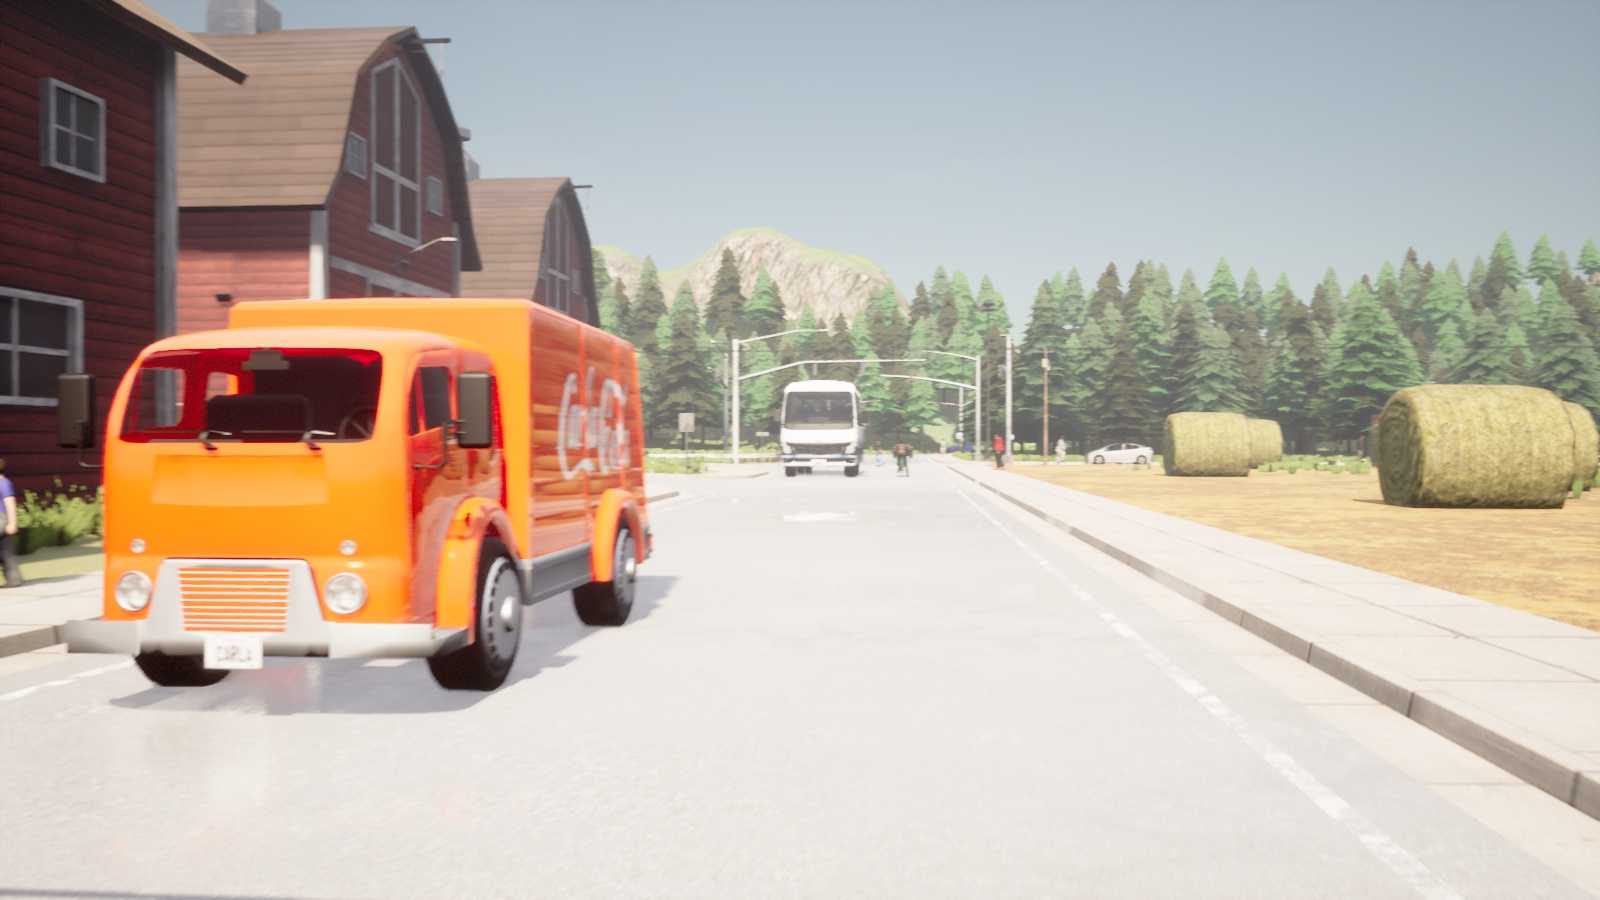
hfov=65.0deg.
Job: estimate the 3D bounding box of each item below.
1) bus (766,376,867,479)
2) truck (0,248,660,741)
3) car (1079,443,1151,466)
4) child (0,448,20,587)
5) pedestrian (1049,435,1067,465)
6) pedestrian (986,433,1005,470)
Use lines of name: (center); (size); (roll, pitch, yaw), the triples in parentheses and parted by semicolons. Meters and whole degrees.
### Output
bus: (0.948, -0.953, 57.145); (3.944, 4.253, 10.273); (0, 0, 4)
truck: (-2.788, 0.202, 8.976); (2.627, 2.467, 5.204); (0, 0, 4)
car: (21.434, 0.272, 85.544); (4.514, 1.525, 2.007); (0, 0, 6)
child: (-7.387, 0.611, 11.445); (0.437, 1.263, 0.270); (0, 0, -39)
pedestrian: (16.121, 0.002, 78.509); (0.900, 1.855, 0.874); (0, 0, 26)
pedestrian: (9.612, 0.075, 61.792); (0.899, 1.844, 0.634); (0, 0, 6)
